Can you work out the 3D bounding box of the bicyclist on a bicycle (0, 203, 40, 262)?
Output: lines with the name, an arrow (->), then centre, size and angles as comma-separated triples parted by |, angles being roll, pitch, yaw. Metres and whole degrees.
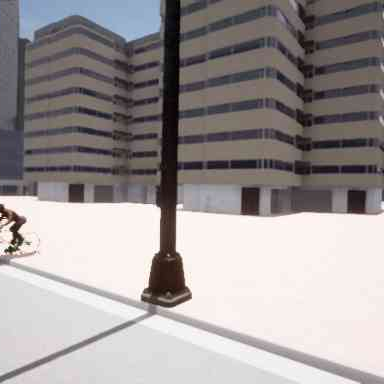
bicyclist on a bicycle -> -5.090, 1.107, 9.303 | 0.582, 1.620, 1.656 | 2, 9, 37
